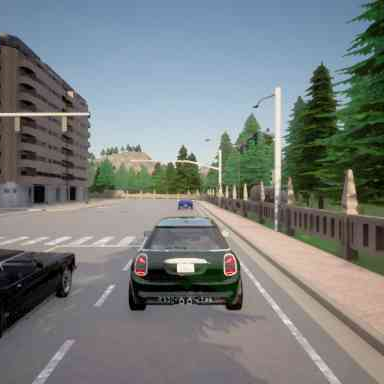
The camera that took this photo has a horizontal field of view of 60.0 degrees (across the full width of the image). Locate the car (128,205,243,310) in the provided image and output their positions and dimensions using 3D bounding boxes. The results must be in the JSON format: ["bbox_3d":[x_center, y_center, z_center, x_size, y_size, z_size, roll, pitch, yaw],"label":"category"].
[{"bbox_3d":[-0.126,1.352,7.951,2.097,1.767,4.553,0,0,0],"label":"car"}]

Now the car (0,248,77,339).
[{"bbox_3d":[-3.543,1.601,5.580,1.895,1.301,4.718,0,0,-1],"label":"car"}]

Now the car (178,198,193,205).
[{"bbox_3d":[-0.861,1.477,44.284,1.882,1.535,5.008,0,0,-1],"label":"car"}]
